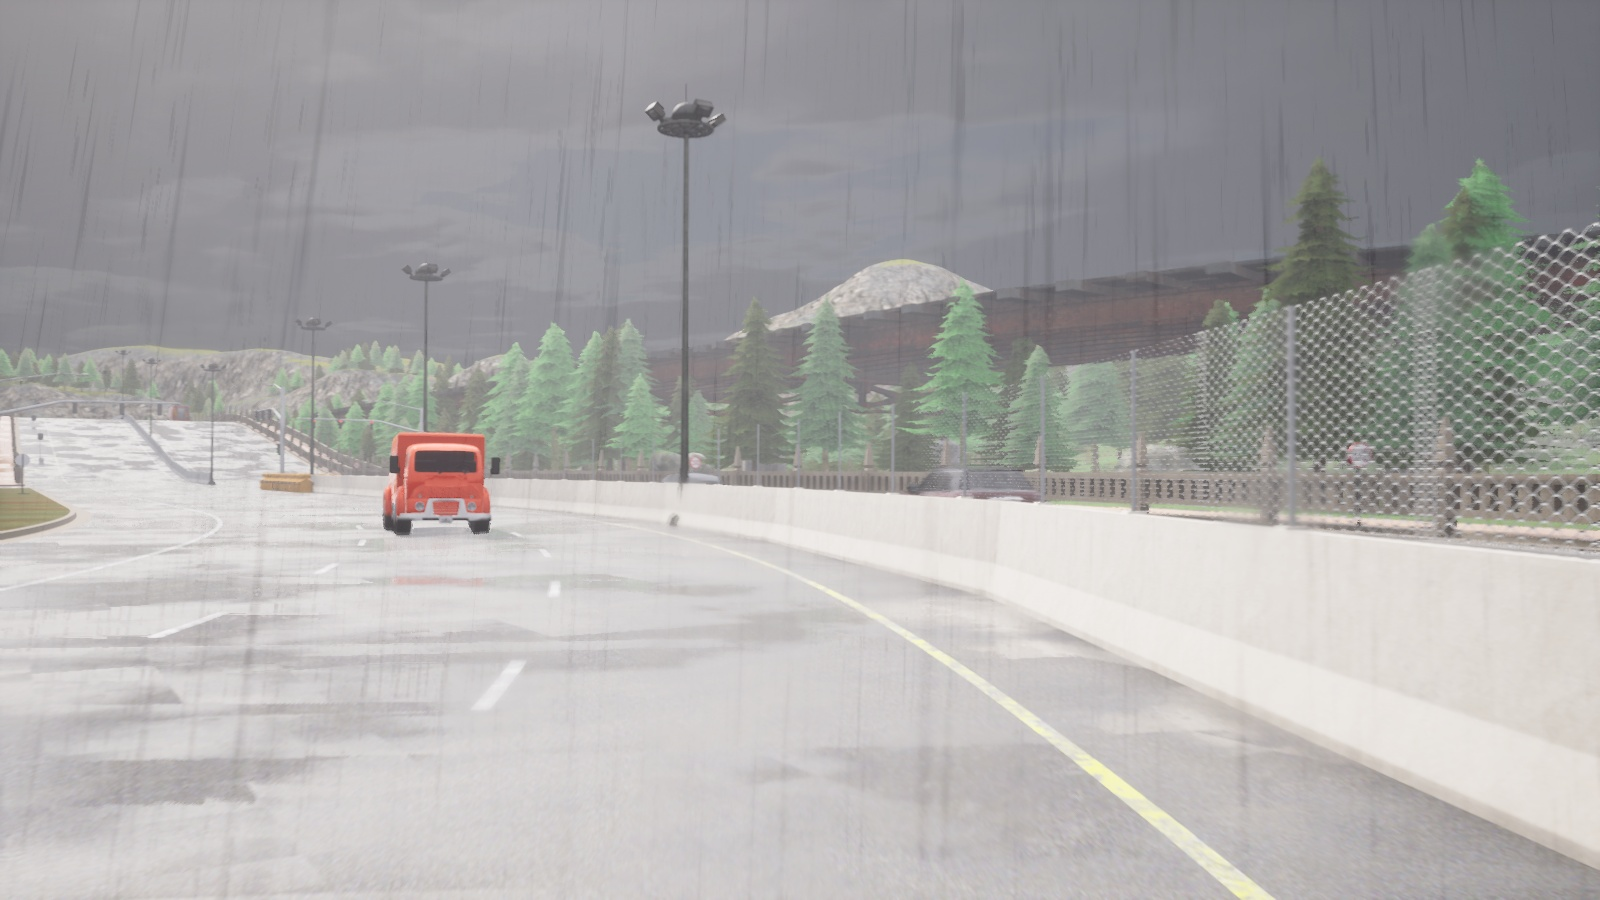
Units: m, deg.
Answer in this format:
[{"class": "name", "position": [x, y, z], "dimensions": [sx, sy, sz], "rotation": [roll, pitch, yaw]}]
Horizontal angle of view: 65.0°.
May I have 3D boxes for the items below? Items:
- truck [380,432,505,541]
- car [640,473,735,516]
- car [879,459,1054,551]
[{"class": "truck", "position": [-9.018, 0.893, 31.340], "dimensions": [2.627, 2.467, 5.204], "rotation": [1, -1, -20]}, {"class": "car", "position": [-4.222, 1.616, 46.494], "dimensions": [1.837, 1.490, 4.892], "rotation": [0, -1, -27]}, {"class": "car", "position": [3.415, 1.106, 26.756], "dimensions": [2.097, 1.767, 4.553], "rotation": [0, -1, -15]}]
